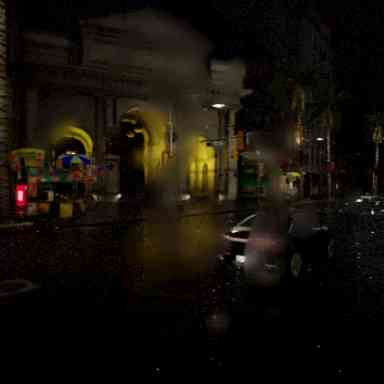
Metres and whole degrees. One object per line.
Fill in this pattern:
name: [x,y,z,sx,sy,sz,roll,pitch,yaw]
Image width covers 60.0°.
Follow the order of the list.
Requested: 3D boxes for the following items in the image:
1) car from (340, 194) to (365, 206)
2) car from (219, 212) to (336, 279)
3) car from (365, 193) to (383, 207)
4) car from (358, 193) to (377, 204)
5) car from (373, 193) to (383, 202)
car: [21.375,1.046,44.422,2.033,1.411,5.357,2,1,39]
car: [2.699,1.347,9.702,2.128,1.511,4.902,2,1,39]
car: [23.939,1.070,42.023,2.128,1.511,4.902,2,1,39]
car: [27.610,0.974,52.212,1.812,1.442,4.674,2,1,39]
car: [34.645,0.932,59.654,4.902,1.511,2.128,0,1,-42]
